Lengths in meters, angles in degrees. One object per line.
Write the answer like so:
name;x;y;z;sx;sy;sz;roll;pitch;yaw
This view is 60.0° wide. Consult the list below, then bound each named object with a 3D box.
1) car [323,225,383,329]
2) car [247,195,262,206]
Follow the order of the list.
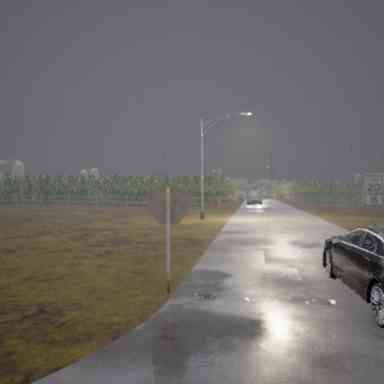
car;4.039;1.388;6.585;2.128;1.511;4.902;-1;1;7
car;8.700;1.149;46.312;1.994;1.385;4.181;-1;0;10
